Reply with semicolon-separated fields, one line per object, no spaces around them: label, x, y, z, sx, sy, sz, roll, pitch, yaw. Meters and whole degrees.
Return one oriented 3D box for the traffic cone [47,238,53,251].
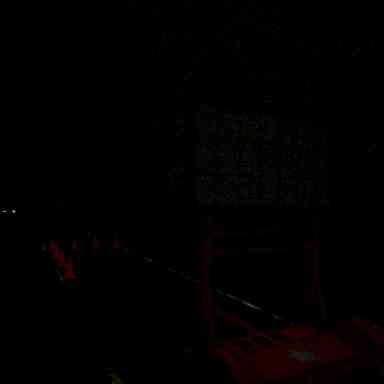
traffic cone;-6.455;2.413;15.313;0.340;0.580;0.340;2;-2;-28

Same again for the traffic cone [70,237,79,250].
traffic cone;-5.569;2.441;15.775;0.340;0.580;0.340;2;-2;-28

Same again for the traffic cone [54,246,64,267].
traffic cone;-4.602;2.315;11.769;0.340;0.580;0.340;2;-2;-28

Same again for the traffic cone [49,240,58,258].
traffic cone;-5.529;2.364;13.541;0.340;0.580;0.340;2;-2;-28

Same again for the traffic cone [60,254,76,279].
traffic cone;-3.675;2.266;9.998;0.340;0.580;0.340;2;-2;-28

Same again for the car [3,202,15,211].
car;-43.862;3.569;80.039;2.097;1.767;4.553;2;-2;-29

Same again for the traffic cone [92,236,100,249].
traffic cone;-4.683;2.470;16.238;0.340;0.580;0.340;2;-2;-28

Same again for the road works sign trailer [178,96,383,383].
road works sign trailer;0.906;0.648;4.572;2.380;3.560;2.880;2;-2;-28
